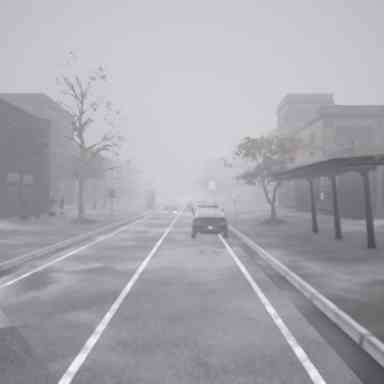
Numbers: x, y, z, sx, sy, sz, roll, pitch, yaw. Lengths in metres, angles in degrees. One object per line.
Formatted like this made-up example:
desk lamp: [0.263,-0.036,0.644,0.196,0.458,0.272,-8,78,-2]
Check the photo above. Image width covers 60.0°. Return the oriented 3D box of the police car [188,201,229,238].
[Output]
police car: [0.902,1.548,18.698,1.930,1.638,5.238,0,-1,0]

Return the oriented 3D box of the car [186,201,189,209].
car: [0.006,2.104,54.840,1.812,1.442,4.674,0,-1,0]

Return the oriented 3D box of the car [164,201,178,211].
car: [-3.076,2.034,48.730,1.812,1.442,4.674,0,-1,0]

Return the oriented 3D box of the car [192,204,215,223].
car: [0.903,1.776,28.586,1.812,1.442,4.674,0,-1,0]

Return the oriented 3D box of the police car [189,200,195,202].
police car: [0.903,1.753,34.697,1.930,1.638,5.238,0,-1,0]
